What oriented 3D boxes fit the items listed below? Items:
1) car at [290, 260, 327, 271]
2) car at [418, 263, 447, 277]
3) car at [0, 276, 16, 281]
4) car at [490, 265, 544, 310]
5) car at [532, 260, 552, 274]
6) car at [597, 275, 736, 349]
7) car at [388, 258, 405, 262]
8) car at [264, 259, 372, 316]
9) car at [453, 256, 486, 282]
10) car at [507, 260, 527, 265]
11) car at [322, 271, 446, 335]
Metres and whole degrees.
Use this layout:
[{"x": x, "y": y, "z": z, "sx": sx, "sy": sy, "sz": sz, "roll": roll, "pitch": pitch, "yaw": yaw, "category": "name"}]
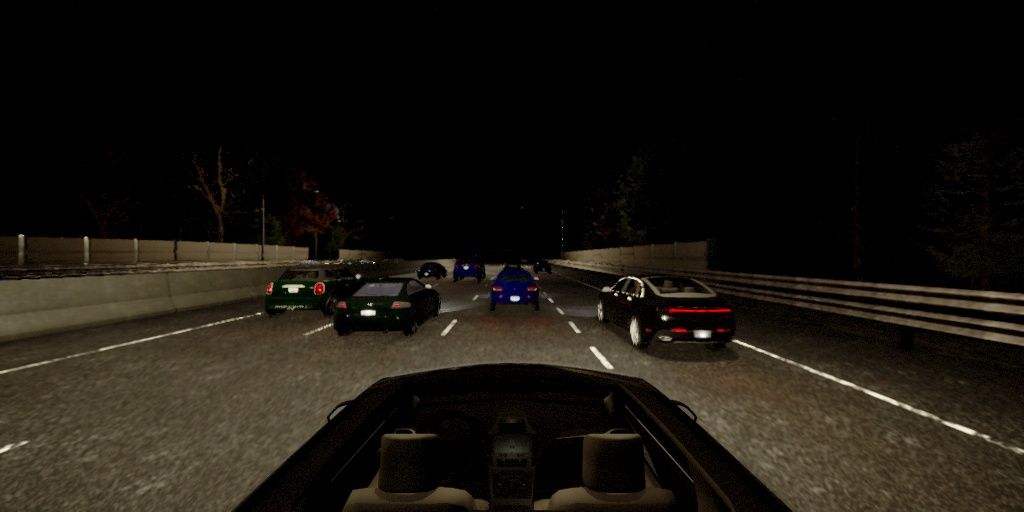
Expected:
[{"x": -28.066, "y": 1.331, "z": 49.753, "sx": 2.033, "sy": 1.411, "sz": 5.357, "roll": 0, "pitch": 0, "yaw": 0, "category": "car"}, {"x": -6.899, "y": 1.292, "z": 31.173, "sx": 1.812, "sy": 1.442, "sz": 4.674, "roll": 0, "pitch": 0, "yaw": 0, "category": "car"}, {"x": -17.600, "y": 1.231, "z": 10.619, "sx": 1.882, "sy": 1.535, "sz": 5.008, "roll": 0, "pitch": 0, "yaw": 0, "category": "car"}, {"x": 0.101, "y": 1.280, "z": 14.482, "sx": 1.812, "sy": 1.442, "sz": 4.674, "roll": 0, "pitch": 0, "yaw": 0, "category": "car"}, {"x": 3.499, "y": 1.273, "z": 41.782, "sx": 1.812, "sy": 1.442, "sz": 4.674, "roll": 0, "pitch": 0, "yaw": 0, "category": "car"}, {"x": 3.546, "y": 1.216, "z": 9.125, "sx": 1.837, "sy": 1.490, "sz": 4.892, "roll": 0, "pitch": 0, "yaw": 0, "category": "car"}, {"x": -17.564, "y": 1.141, "z": 54.552, "sx": 2.097, "sy": 1.767, "sz": 4.553, "roll": 0, "pitch": 0, "yaw": 0, "category": "car"}, {"x": -6.900, "y": 1.106, "z": 13.441, "sx": 2.097, "sy": 1.767, "sz": 4.553, "roll": 0, "pitch": 0, "yaw": 0, "category": "car"}, {"x": -3.403, "y": 0.986, "z": 29.268, "sx": 2.150, "sy": 2.045, "sz": 5.566, "roll": 0, "pitch": 0, "yaw": 0, "category": "car"}, {"x": 0.103, "y": 1.329, "z": 30.778, "sx": 1.994, "sy": 1.385, "sz": 4.181, "roll": 0, "pitch": 0, "yaw": 0, "category": "car"}, {"x": -3.398, "y": 1.316, "z": 10.487, "sx": 1.994, "sy": 1.385, "sz": 4.181, "roll": 0, "pitch": 0, "yaw": 0, "category": "car"}]
